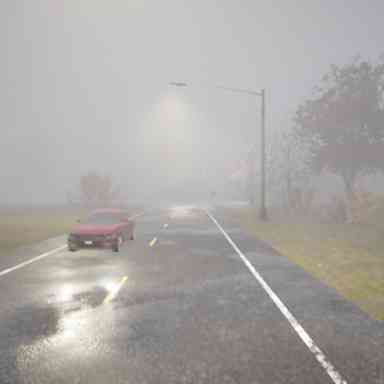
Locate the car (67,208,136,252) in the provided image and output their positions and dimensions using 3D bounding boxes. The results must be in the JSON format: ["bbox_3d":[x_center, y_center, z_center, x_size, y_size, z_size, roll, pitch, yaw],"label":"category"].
[{"bbox_3d":[-3.594,1.471,14.017,1.882,1.535,5.008,0,0,0],"label":"car"}]
